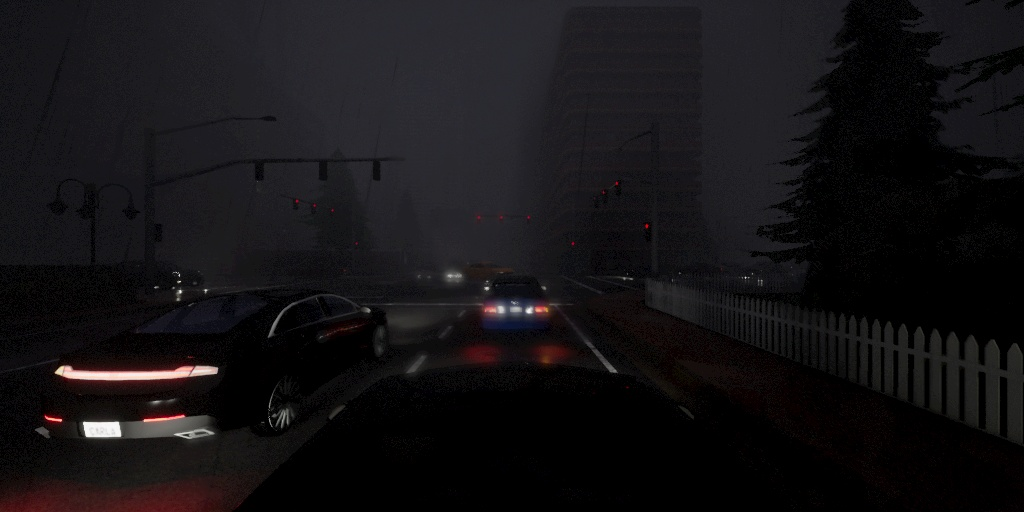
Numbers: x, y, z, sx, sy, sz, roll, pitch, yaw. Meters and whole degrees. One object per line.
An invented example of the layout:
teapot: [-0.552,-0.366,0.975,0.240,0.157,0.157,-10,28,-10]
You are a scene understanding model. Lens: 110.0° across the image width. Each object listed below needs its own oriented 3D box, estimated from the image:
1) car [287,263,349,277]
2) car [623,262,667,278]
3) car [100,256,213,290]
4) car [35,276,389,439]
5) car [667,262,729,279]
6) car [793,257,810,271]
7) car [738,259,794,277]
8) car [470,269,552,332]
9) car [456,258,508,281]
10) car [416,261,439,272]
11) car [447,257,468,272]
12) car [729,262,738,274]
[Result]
car: [-17.207,1.308,31.921,4.718,1.301,1.895,0,0,-11]
car: [13.143,1.242,33.454,5.357,1.411,2.033,0,0,-13]
car: [-21.138,1.047,21.359,4.553,1.767,2.097,0,0,0]
car: [-3.428,1.242,5.433,2.128,1.511,4.902,0,0,0]
car: [15.877,1.259,30.630,4.181,1.385,1.994,0,0,-20]
car: [35.419,0.917,44.063,2.150,2.045,5.566,0,0,36]
car: [24.356,1.242,34.310,5.357,1.411,2.033,0,0,-31]
car: [0.119,1.297,10.847,2.033,1.411,5.357,0,0,1]
car: [-1.959,1.207,28.348,5.008,1.535,1.882,0,1,45]
car: [-10.572,1.297,45.246,2.033,1.411,5.357,0,0,0]
car: [-7.071,1.242,45.759,2.128,1.511,4.902,0,0,0]
car: [22.042,1.295,37.021,4.718,1.301,1.895,0,0,-30]
